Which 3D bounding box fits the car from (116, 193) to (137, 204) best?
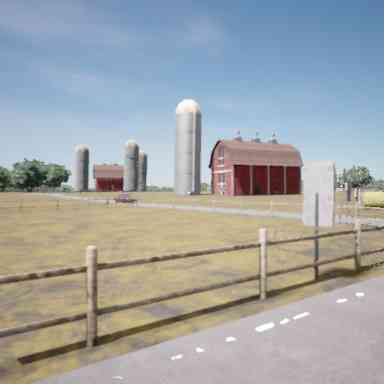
[{"bbox_3d":[-10.974,1.018,55.422,2.097,1.767,4.553,1,0,-35],"label":"car"}]
